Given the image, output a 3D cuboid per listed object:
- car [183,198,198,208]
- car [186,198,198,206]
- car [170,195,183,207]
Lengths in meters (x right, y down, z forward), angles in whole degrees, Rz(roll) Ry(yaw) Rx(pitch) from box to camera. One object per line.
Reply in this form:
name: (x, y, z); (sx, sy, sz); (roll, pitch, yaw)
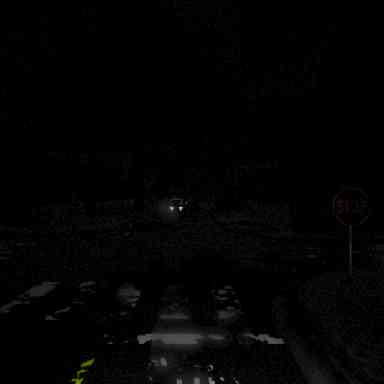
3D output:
car: (0.003, 1.827, 55.580); (2.128, 1.511, 4.902); (0, -1, 0)
car: (0.002, 1.955, 66.000); (2.128, 1.511, 4.902); (0, -1, 0)
car: (-2.749, 1.621, 60.970); (2.150, 2.045, 5.566); (0, -1, 0)
